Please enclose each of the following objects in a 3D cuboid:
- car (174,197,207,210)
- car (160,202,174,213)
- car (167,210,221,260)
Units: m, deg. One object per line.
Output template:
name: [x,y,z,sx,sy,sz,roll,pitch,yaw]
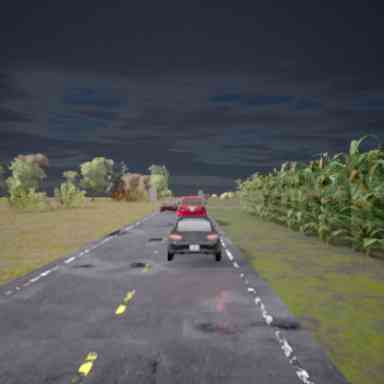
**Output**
car: [0.037,1.365,26.418,2.150,2.045,5.566,0,0,1]
car: [-2.787,1.820,39.993,1.895,1.301,4.718,0,0,1]
car: [0.052,1.591,12.574,1.812,1.442,4.674,0,-1,-1]
